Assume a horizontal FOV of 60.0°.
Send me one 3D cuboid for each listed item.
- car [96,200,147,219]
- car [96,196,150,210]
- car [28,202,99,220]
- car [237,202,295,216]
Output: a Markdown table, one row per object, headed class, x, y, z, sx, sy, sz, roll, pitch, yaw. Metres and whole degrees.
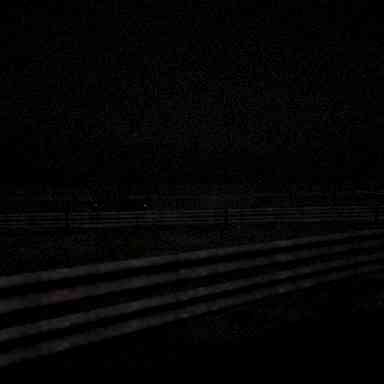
| class | x | y | z | sx | sy | sz | roll | pitch | yaw |
| --- | --- | --- | --- | --- | --- | --- | --- | --- | --- |
| car | -6.866 | 1.752 | 30.091 | 4.892 | 1.490 | 1.837 | -1 | 1 | -3 |
| car | -7.073 | 1.418 | 33.580 | 5.566 | 2.045 | 2.150 | -1 | 1 | -3 |
| car | -10.315 | 1.845 | 26.378 | 4.892 | 1.490 | 1.837 | -1 | 1 | -3 |
| car | 6.042 | 1.551 | 27.360 | 4.674 | 1.442 | 1.812 | -1 | 1 | -3 |
